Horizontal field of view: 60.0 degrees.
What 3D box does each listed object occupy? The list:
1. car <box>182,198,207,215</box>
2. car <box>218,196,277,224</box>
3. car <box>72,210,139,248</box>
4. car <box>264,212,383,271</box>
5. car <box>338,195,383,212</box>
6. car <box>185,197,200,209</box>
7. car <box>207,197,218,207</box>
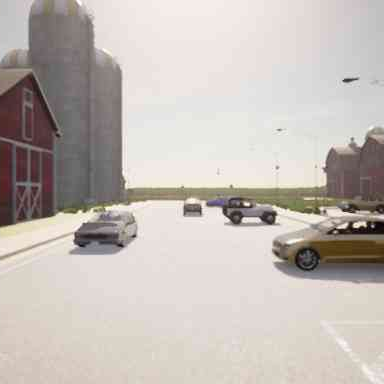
[{"bbox_3d":[0.071,1.432,33.016,2.128,1.511,4.902,0,0,0],"label":"car"},{"bbox_3d":[4.056,1.269,23.629,3.866,1.878,1.905,0,0,0],"label":"car"},{"bbox_3d":[-3.602,1.522,14.994,2.033,1.411,5.357,0,0,0],"label":"car"},{"bbox_3d":[4.559,1.486,10.144,4.193,1.474,1.816,0,0,0],"label":"car"},{"bbox_3d":[17.359,1.244,33.755,4.605,1.855,1.932,0,0,0],"label":"car"},{"bbox_3d":[0.058,1.466,45.404,2.033,1.411,5.357,0,0,0],"label":"car"},{"bbox_3d":[4.173,1.393,47.835,4.611,1.667,2.242,0,0,0],"label":"car"}]
